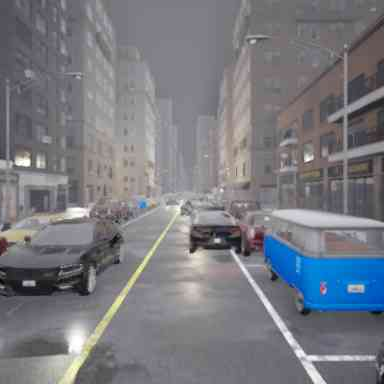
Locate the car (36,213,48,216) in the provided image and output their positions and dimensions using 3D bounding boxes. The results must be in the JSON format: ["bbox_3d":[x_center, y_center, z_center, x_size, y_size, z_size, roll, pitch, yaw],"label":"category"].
[{"bbox_3d":[-5.856,1.507,12.752,1.752,1.417,4.829,0,0,0],"label":"car"}]

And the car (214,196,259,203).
[{"bbox_3d":[2.670,1.289,18.599,2.192,1.841,5.009,0,0,0],"label":"car"}]

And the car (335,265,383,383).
[{"bbox_3d":[2.669,1.549,1.592,2.008,1.369,4.403,0,0,0],"label":"car"}]

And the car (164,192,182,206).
[{"bbox_3d":[-2.994,1.314,52.970,2.097,1.767,4.553,0,0,0],"label":"car"}]

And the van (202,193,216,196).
[{"bbox_3d":[2.674,1.266,46.947,1.690,1.788,3.998,0,0,0],"label":"van"}]

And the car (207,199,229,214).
[{"bbox_3d":[2.672,1.499,35.607,2.008,1.369,4.403,0,0,0],"label":"car"}]

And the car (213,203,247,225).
[{"bbox_3d":[2.671,1.531,24.270,1.947,1.339,4.313,0,0,0],"label":"car"}]

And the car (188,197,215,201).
[{"bbox_3d":[0.790,1.422,23.762,1.801,1.575,5.366,0,0,0],"label":"car"}]

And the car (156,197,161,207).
[{"bbox_3d":[-5.852,1.450,46.763,1.752,1.417,4.829,0,0,0],"label":"car"}]

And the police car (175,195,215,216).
[{"bbox_3d":[0.278,1.382,29.589,1.930,1.638,5.238,0,0,-16],"label":"police car"}]

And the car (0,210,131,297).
[{"bbox_3d":[-3.099,1.465,8.824,1.882,1.535,5.008,0,0,0],"label":"car"}]

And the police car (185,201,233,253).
[{"bbox_3d":[0.799,1.406,13.667,1.930,1.638,5.238,0,0,-1],"label":"police car"}]

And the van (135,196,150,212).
[{"bbox_3d":[-5.854,1.289,35.594,1.690,1.788,3.998,0,0,0],"label":"van"}]

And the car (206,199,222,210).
[{"bbox_3d":[2.673,1.520,41.277,1.802,1.307,4.206,0,0,0],"label":"car"}]

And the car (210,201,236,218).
[{"bbox_3d":[2.671,1.523,29.939,1.947,1.339,4.313,0,0,0],"label":"car"}]

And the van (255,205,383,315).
[{"bbox_3d":[2.669,1.331,7.261,1.690,1.788,3.998,0,0,0],"label":"van"}]

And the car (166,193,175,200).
[{"bbox_3d":[-5.846,1.122,90.967,2.192,1.841,5.009,0,0,0],"label":"car"}]

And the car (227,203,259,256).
[{"bbox_3d":[2.670,1.422,12.931,1.967,1.590,4.097,0,0,0],"label":"car"}]

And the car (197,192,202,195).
[{"bbox_3d":[2.678,1.280,79.812,1.967,1.590,4.097,0,0,0],"label":"car"}]

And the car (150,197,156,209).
[{"bbox_3d":[-5.852,1.463,41.093,1.752,1.417,4.829,0,0,0],"label":"car"}]

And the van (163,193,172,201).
[{"bbox_3d":[-5.848,1.181,79.795,1.690,1.788,3.998,0,0,0],"label":"van"}]

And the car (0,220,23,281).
[{"bbox_3d":[-5.856,1.534,7.253,1.887,1.381,4.507,0,0,0],"label":"car"}]

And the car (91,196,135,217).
[{"bbox_3d":[-5.855,1.280,24.258,2.192,1.841,5.009,0,0,0],"label":"car"}]

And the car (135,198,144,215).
[{"bbox_3d":[-5.854,1.507,29.926,2.008,1.369,4.403,0,0,0],"label":"car"}]
